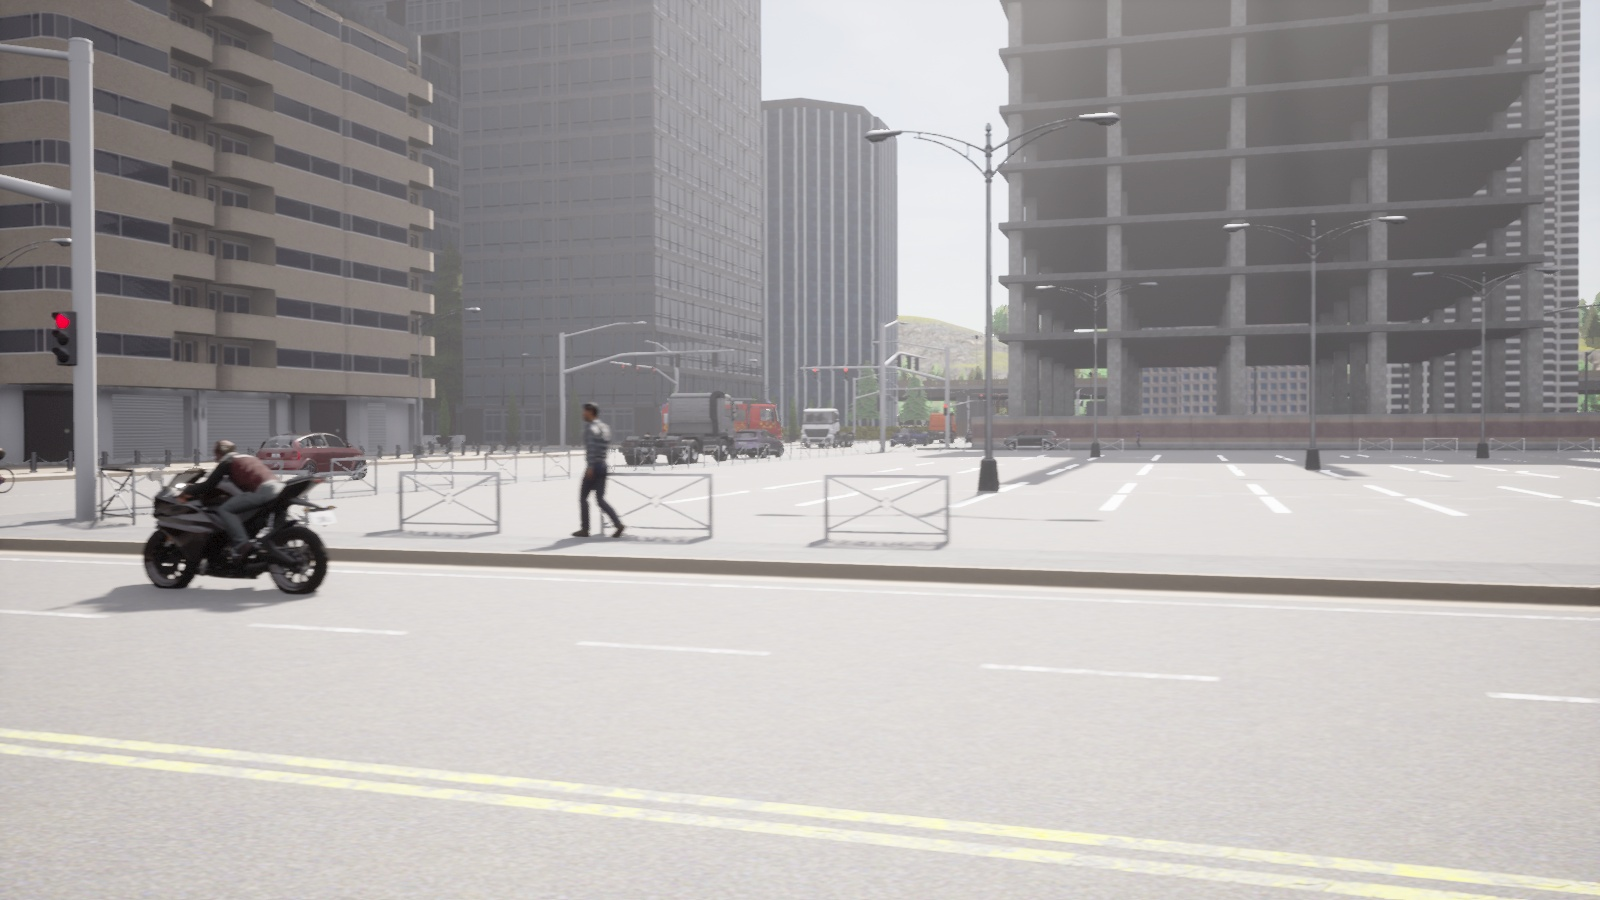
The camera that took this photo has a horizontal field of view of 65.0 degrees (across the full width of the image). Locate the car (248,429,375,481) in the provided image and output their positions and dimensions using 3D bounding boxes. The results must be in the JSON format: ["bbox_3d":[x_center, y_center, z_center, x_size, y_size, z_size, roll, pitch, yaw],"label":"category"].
[{"bbox_3d":[-15.244,0.117,39.391,1.789,1.549,3.705,0,1,17],"label":"car"}]

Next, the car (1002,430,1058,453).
[{"bbox_3d":[16.173,-0.606,88.398,3.705,1.549,1.789,1,1,17],"label":"car"}]

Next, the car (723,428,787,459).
[{"bbox_3d":[-2.433,-0.363,69.340,2.033,1.649,4.856,0,1,17],"label":"car"}]

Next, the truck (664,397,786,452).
[{"bbox_3d":[-5.340,-1.817,89.137,8.468,3.827,2.891,0,1,-5],"label":"truck"}]

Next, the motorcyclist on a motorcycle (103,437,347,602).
[{"bbox_3d":[-5.698,0.641,12.461,2.191,1.530,0.866,1,1,18],"label":"motorcyclist on a motorcycle"}]

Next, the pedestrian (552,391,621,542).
[{"bbox_3d":[-2.812,0.209,16.565,0.788,1.949,0.423,0,1,17],"label":"pedestrian"}]

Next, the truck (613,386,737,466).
[{"bbox_3d":[-5.677,-1.117,58.697,2.891,3.462,7.936,0,1,17],"label":"truck"}]
